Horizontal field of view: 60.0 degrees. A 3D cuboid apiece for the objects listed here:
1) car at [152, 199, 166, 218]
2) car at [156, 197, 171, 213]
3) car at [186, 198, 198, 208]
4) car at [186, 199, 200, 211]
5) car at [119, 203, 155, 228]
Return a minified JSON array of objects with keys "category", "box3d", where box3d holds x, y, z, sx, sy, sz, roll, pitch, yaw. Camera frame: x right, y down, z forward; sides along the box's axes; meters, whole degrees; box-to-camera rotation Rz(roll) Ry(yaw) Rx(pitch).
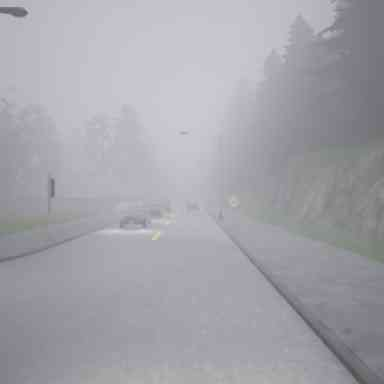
[{"category":"car","box3d":[-4.096,1.845,34.932,1.882,1.535,5.008,0,-1,0]},{"category":"car","box3d":[-4.049,1.701,45.614,2.150,2.045,5.566,0,-1,0]},{"category":"car","box3d":[-0.010,1.978,59.579,2.097,1.767,4.553,0,-1,0]},{"category":"car","box3d":[0.095,1.992,48.856,1.882,1.535,5.008,0,0,0]},{"category":"car","box3d":[-4.089,1.785,24.641,1.812,1.442,4.674,0,-1,0]}]
